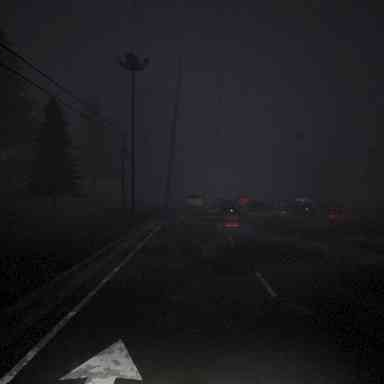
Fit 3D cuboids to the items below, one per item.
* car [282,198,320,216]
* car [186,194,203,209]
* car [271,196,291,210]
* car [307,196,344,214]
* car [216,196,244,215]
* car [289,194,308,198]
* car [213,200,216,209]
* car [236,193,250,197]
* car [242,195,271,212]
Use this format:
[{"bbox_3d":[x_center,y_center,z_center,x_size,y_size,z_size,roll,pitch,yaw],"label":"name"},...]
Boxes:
[{"bbox_3d":[10.783,1.564,33.184,1.994,1.385,4.181,0,0,0],"label":"car"},{"bbox_3d":[0.344,1.221,44.652,2.150,2.045,5.566,0,0,1],"label":"car"},{"bbox_3d":[10.819,1.547,43.273,2.033,1.411,5.357,0,0,0],"label":"car"},{"bbox_3d":[14.295,1.492,35.307,2.128,1.511,4.902,0,0,0],"label":"car"},{"bbox_3d":[3.787,1.505,34.053,1.837,1.490,4.892,0,0,0],"label":"car"},{"bbox_3d":[14.342,1.221,45.555,2.150,2.045,5.566,0,0,0],"label":"car"},{"bbox_3d":[3.824,1.547,44.436,2.033,1.411,5.357,0,0,1],"label":"car"},{"bbox_3d":[7.352,1.221,48.317,2.150,2.045,5.566,0,0,1],"label":"car"},{"bbox_3d":[7.313,1.478,38.305,1.882,1.535,5.008,0,0,1],"label":"car"}]
